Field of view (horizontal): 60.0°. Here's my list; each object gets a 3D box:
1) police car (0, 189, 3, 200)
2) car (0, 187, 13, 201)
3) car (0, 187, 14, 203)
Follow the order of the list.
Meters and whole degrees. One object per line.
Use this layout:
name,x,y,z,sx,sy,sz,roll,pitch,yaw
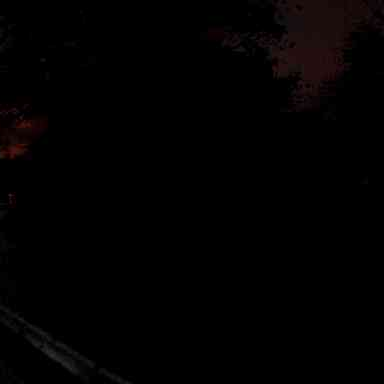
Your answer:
police car,-22.781,0.860,36.806,1.930,1.638,5.238,0,1,-21
car,-29.118,0.273,51.742,2.150,2.045,5.566,0,2,-27
car,-26.508,0.428,46.156,2.150,2.045,5.566,0,2,-23
